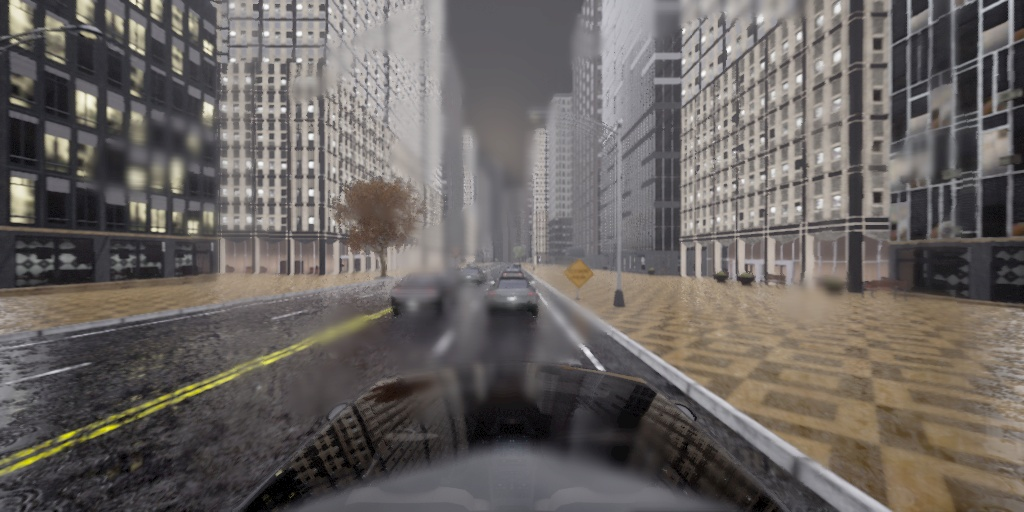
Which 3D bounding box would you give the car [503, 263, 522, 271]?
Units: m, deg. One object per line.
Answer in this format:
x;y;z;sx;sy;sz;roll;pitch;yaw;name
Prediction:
0.052;1.597;29.061;2.128;1.511;4.902;0;-1;0;car

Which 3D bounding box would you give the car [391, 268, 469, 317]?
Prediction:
-3.201;1.402;14.073;2.128;1.511;4.902;0;-1;0;car

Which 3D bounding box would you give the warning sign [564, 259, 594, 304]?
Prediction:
2.854;1.042;15.366;1.300;1.860;1.060;0;0;0;warning sign

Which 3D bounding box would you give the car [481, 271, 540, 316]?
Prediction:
0.053;1.478;14.278;1.994;1.385;4.181;0;-1;1;car

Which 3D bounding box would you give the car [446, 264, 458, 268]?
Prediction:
-9.789;2.024;59.234;1.812;1.442;4.674;0;-1;1;car

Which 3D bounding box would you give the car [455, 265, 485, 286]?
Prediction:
-3.193;1.674;29.363;1.994;1.385;4.181;0;-1;0;car
